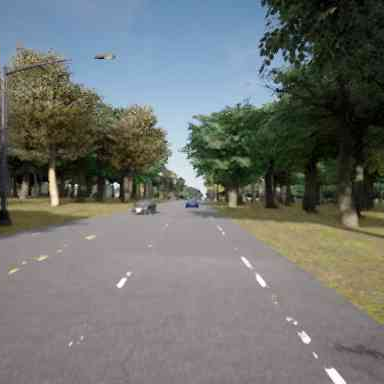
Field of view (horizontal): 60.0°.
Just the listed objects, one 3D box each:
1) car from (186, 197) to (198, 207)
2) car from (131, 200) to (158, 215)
[{"bbox_3d":[0.033,1.742,53.342,1.994,1.385,4.181,0,0,0],"label":"car"},{"bbox_3d":[-4.900,1.594,34.801,2.128,1.511,4.902,0,0,7],"label":"car"}]
